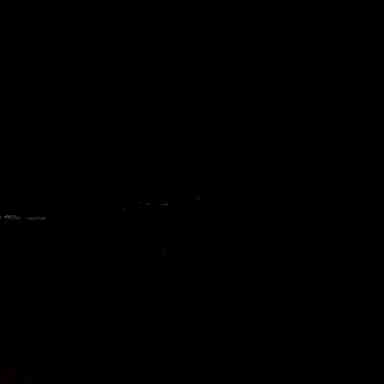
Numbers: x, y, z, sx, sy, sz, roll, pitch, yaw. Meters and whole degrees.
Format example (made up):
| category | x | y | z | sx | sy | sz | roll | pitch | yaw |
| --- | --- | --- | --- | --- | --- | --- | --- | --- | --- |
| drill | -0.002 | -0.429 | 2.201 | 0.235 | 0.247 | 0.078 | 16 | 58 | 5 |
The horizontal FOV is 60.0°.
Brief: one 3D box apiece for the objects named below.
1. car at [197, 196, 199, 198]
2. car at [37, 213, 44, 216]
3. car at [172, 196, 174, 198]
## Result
| category | x | y | z | sx | sy | sz | roll | pitch | yaw |
| --- | --- | --- | --- | --- | --- | --- | --- | --- | --- |
| car | 2.585 | 1.392 | 73.334 | 2.128 | 1.511 | 4.902 | -1 | -1 | 20 |
| car | -14.781 | 1.704 | 35.871 | 1.882 | 1.535 | 5.008 | -1 | 1 | 20 |
| car | -2.350 | 1.406 | 59.382 | 2.128 | 1.511 | 4.902 | -1 | 0 | 20 |
